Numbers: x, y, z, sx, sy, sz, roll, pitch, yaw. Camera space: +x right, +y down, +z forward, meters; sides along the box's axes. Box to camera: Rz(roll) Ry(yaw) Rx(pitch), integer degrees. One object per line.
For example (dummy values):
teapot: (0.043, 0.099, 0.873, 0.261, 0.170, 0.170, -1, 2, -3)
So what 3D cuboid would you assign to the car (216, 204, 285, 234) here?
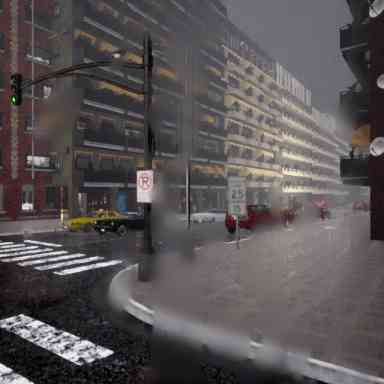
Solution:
car: (4.009, 1.711, 22.033, 2.192, 1.841, 5.009, -1, -2, 35)

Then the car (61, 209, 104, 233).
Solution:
car: (-6.209, 1.834, 21.984, 1.752, 1.417, 4.829, -1, -2, 35)

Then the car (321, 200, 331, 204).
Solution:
car: (26.368, 2.640, 68.525, 2.192, 1.841, 5.009, -1, -2, 35)

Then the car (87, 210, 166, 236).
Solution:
car: (-3.830, 1.911, 20.841, 1.895, 1.301, 4.718, 0, -1, 35)

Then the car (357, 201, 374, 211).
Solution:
car: (33.241, 2.621, 63.788, 2.192, 1.841, 5.009, -1, -2, 35)

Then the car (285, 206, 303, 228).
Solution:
car: (7.259, 2.043, 26.666, 1.887, 1.381, 4.507, -1, -2, 35)

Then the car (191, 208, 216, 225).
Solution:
car: (1.915, 2.093, 29.048, 1.895, 1.301, 4.718, 0, -1, 35)

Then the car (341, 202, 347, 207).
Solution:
car: (39.364, 3.281, 87.080, 1.947, 1.339, 4.313, -1, -2, 35)

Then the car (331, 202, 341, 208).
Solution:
car: (32.866, 3.066, 77.800, 1.887, 1.381, 4.507, -1, -2, 35)

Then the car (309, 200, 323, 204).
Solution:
car: (23.122, 2.770, 63.881, 1.887, 1.381, 4.507, -1, -2, 35)

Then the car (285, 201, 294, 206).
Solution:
car: (13.279, 2.446, 49.822, 1.752, 1.417, 4.829, -1, -2, 35)

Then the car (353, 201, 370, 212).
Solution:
car: (29.992, 2.522, 59.148, 2.192, 1.841, 5.009, -1, -2, 35)

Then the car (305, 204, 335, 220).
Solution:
car: (13.755, 2.284, 35.944, 1.802, 1.307, 4.206, -1, -2, 35)

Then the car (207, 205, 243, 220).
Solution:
car: (3.634, 2.164, 36.042, 1.887, 1.381, 4.507, -1, -2, 35)

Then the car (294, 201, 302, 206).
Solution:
car: (16.624, 2.340, 54.607, 2.192, 1.841, 5.009, -1, -2, 35)

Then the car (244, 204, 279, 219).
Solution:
car: (7.889, 2.171, 37.560, 2.128, 1.511, 4.902, 0, -1, 35)
